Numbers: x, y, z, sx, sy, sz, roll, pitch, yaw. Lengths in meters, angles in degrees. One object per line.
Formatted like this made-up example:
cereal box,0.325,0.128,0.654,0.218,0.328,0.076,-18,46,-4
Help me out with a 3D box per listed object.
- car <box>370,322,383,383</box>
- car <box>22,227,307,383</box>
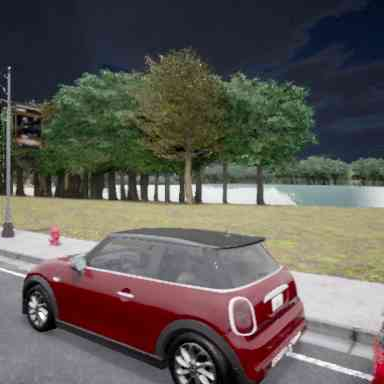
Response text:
car,4.134,1.229,1.807,5.566,2.045,2.150,0,0,36
car,-0.696,1.336,5.260,4.553,1.767,2.097,0,0,36
